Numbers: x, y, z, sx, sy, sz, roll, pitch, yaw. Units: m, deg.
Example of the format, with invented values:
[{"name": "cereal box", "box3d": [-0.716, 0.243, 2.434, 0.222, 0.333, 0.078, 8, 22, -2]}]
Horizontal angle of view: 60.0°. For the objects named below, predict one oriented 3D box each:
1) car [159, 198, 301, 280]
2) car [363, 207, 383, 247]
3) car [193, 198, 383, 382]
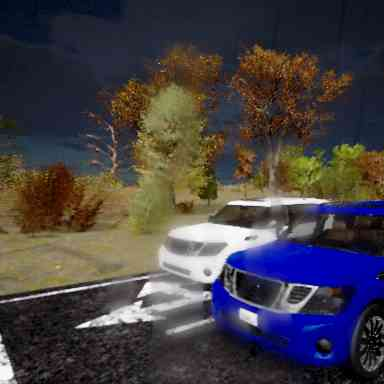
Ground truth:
[{"name": "car", "box3d": [1.862, 1.199, 9.009, 5.566, 2.045, 2.150, 0, 0, -36]}, {"name": "car", "box3d": [9.750, 1.421, 14.635, 5.008, 1.535, 1.882, 0, 0, -35]}, {"name": "car", "box3d": [2.943, 1.202, 5.787, 5.566, 2.045, 2.150, 0, 0, -36]}]
